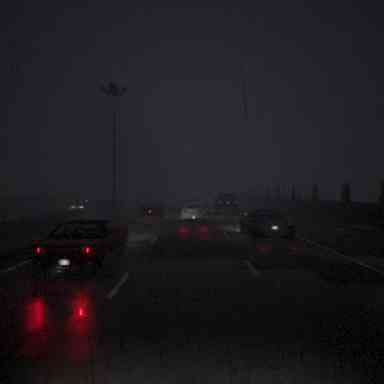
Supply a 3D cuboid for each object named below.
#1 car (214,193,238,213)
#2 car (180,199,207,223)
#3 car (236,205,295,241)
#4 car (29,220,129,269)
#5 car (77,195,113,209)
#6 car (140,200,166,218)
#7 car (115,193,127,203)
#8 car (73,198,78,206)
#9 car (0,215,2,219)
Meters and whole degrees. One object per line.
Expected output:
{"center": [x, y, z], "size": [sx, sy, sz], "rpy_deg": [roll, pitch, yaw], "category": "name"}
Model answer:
{"center": [3.620, 1.171, 36.124], "size": [2.150, 2.045, 5.566], "rpy_deg": [0, 0, 0], "category": "car"}
{"center": [0.113, 1.480, 24.624], "size": [1.812, 1.442, 4.674], "rpy_deg": [0, 0, 0], "category": "car"}
{"center": [3.608, 1.527, 16.468], "size": [1.994, 1.385, 4.181], "rpy_deg": [0, 0, 0], "category": "car"}
{"center": [-3.395, 1.574, 11.065], "size": [1.895, 1.301, 4.718], "rpy_deg": [0, 0, 0], "category": "car"}
{"center": [-10.561, 1.439, 36.972], "size": [2.128, 1.511, 4.902], "rpy_deg": [0, 0, 0], "category": "car"}
{"center": [-3.384, 1.427, 29.239], "size": [1.882, 1.535, 5.008], "rpy_deg": [0, 0, 0], "category": "car"}
{"center": [-13.966, 1.173, 63.660], "size": [2.150, 2.045, 5.566], "rpy_deg": [0, 0, 0], "category": "car"}
{"center": [-17.495, 1.458, 53.250], "size": [1.837, 1.490, 4.892], "rpy_deg": [0, -1, 0], "category": "car"}
{"center": [-14.087, 1.503, 20.663], "size": [2.033, 1.411, 5.357], "rpy_deg": [0, 0, 0], "category": "car"}
